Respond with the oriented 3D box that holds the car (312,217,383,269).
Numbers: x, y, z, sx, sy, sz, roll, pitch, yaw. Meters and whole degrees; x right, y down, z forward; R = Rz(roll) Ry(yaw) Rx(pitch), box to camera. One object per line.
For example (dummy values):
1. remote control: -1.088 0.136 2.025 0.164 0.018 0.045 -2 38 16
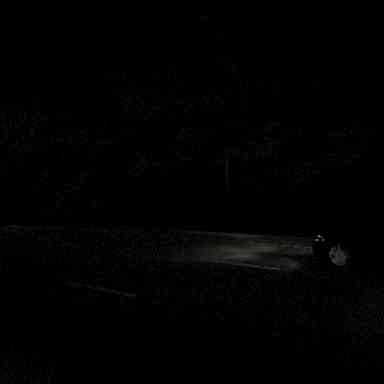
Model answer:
1. car: 5.703 1.217 8.505 5.008 1.535 1.882 0 1 35
